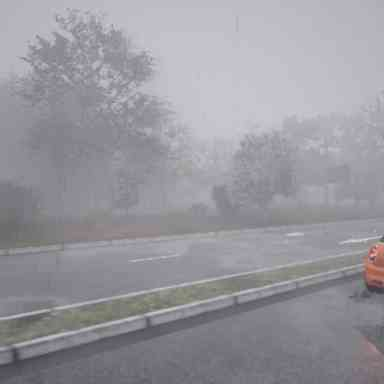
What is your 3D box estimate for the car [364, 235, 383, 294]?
[{"bbox_3d":[6.055,1.410,7.772,4.553,1.767,2.097,0,0,-36],"label":"car"}]
